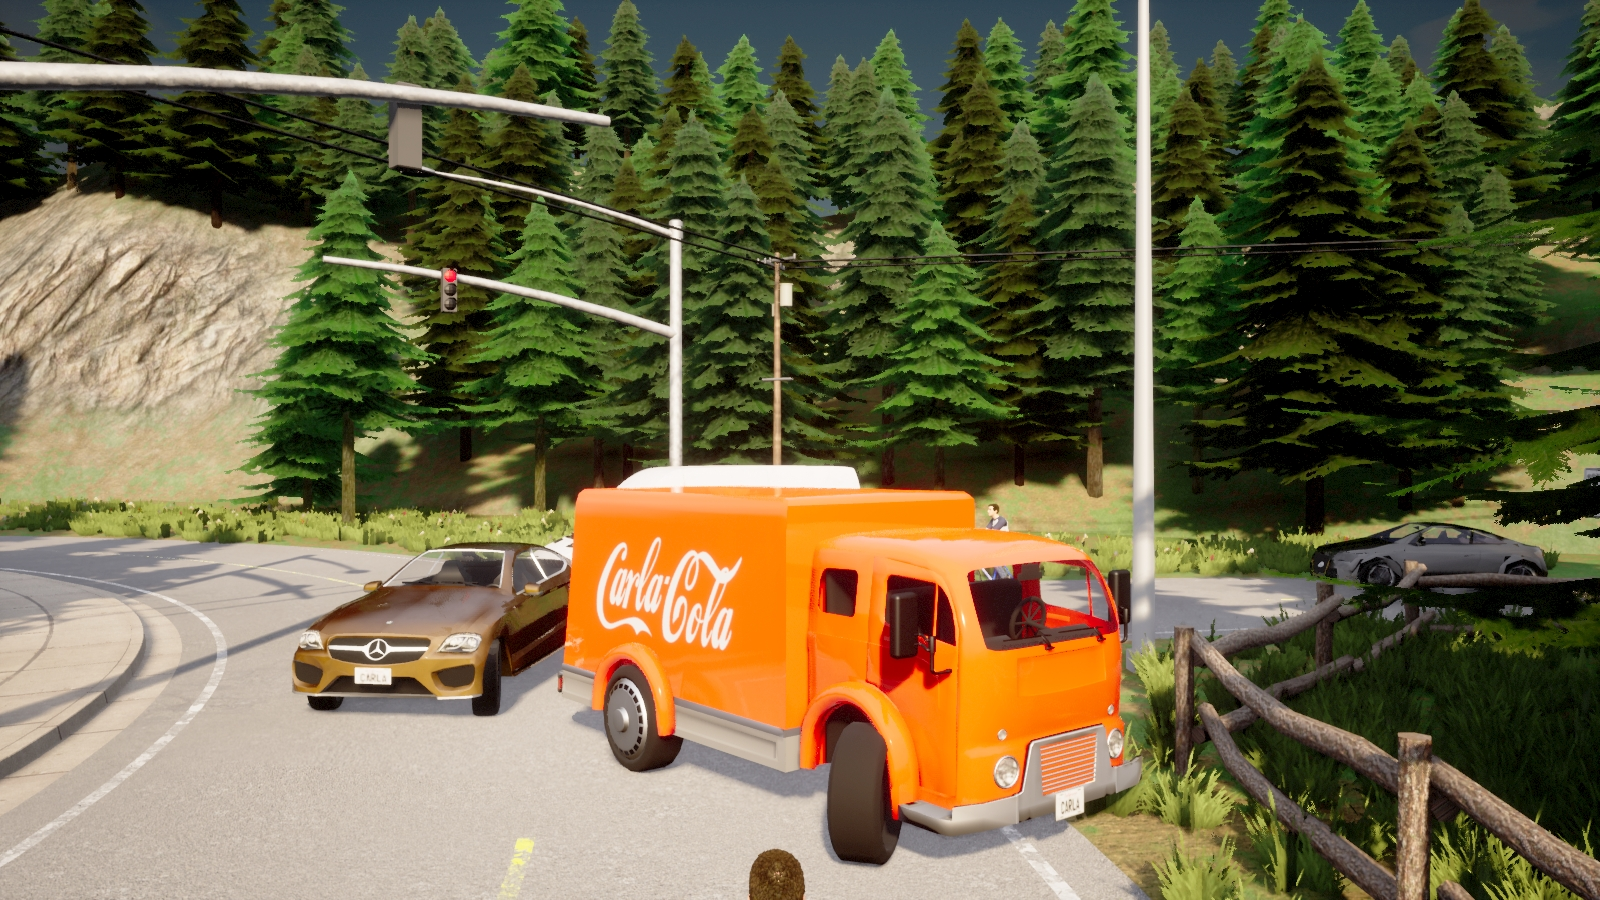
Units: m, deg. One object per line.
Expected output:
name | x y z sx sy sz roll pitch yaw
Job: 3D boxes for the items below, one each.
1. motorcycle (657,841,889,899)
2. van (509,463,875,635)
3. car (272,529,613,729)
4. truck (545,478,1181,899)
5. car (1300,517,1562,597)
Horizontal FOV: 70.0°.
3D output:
motorcycle | -0.074 2.159 3.526 0.803 1.199 2.033 0 0 -2
van | -1.776 1.528 19.549 5.915 2.561 1.988 0 0 -27
car | -4.038 1.970 14.038 2.152 1.651 5.027 0 0 6
truck | 0.202 1.542 9.769 2.627 2.467 5.204 0 0 -39
car | 12.589 2.119 23.051 4.181 1.385 1.994 0 0 6
